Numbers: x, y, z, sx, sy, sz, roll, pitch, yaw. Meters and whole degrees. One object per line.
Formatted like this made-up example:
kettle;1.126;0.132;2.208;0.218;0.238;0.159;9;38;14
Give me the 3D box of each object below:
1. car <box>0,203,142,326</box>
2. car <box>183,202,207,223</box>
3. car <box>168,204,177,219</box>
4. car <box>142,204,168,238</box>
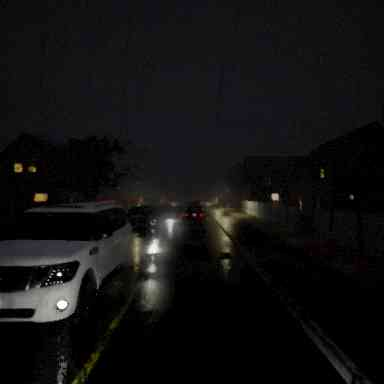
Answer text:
car;-2.795;1.291;7.559;2.150;2.045;5.566;0;-1;2
car;0.233;1.812;27.901;2.033;1.411;5.357;0;-1;1
car;-2.553;1.866;32.352;1.994;1.385;4.181;0;-1;1
car;-2.718;1.525;18.651;2.097;1.767;4.553;0;-1;1
